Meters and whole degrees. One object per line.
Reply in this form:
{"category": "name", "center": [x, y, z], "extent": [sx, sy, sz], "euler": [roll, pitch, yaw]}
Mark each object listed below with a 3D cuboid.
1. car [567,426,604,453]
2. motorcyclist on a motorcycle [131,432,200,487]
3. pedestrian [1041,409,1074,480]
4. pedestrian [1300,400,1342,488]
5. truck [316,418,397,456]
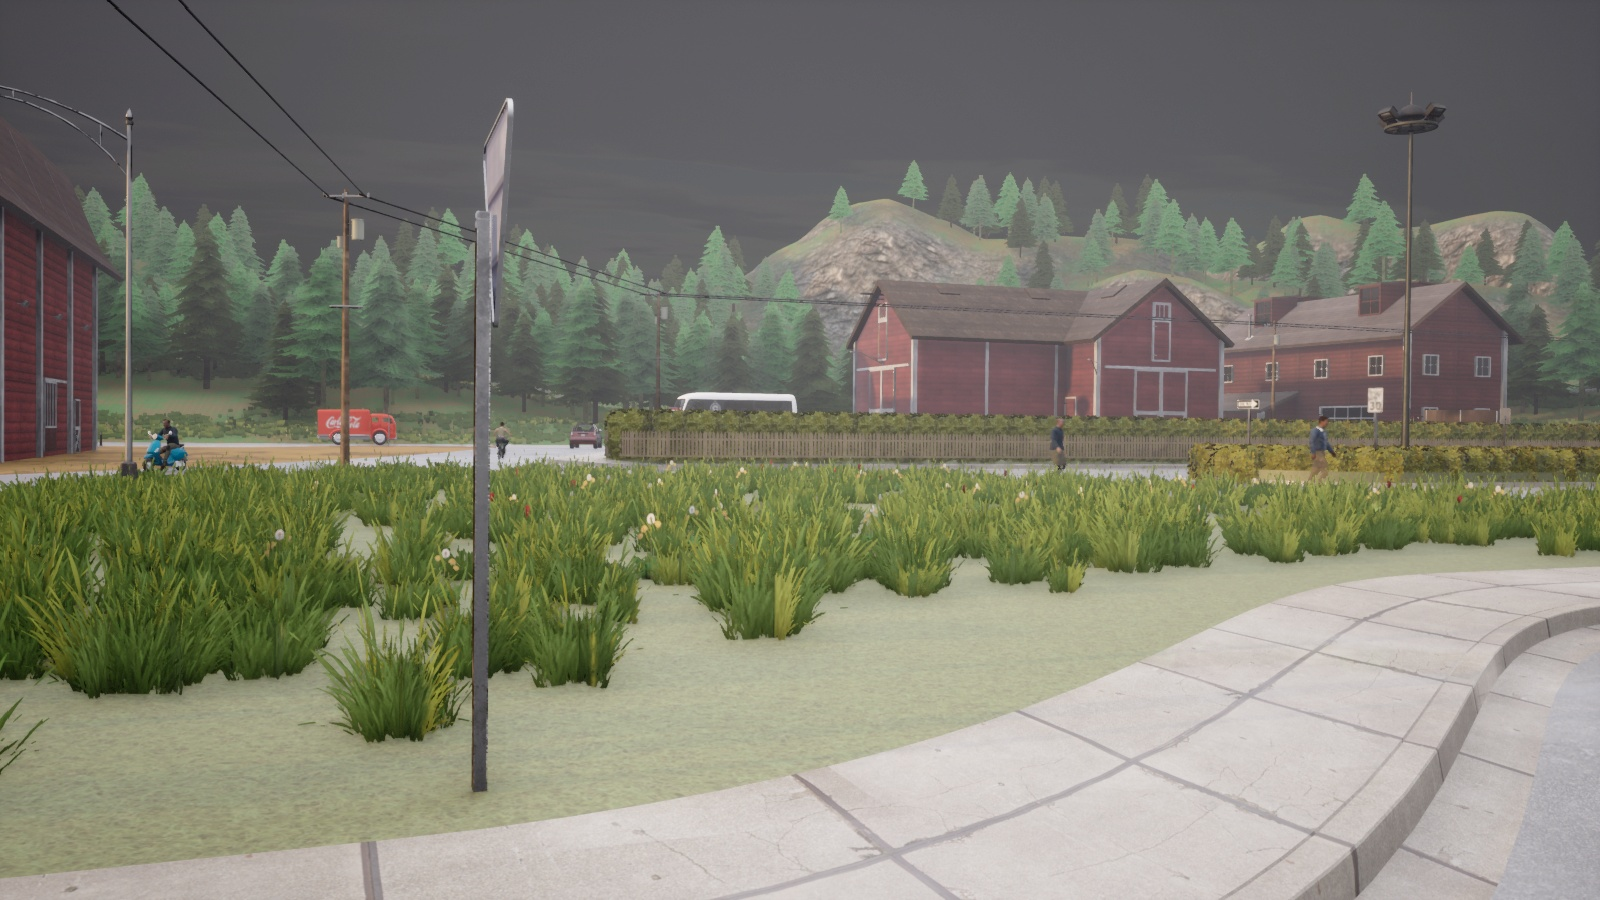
{"category": "car", "center": [-13.522, -0.665, 79.370], "extent": [1.851, 1.617, 3.988], "euler": [-1, 1, -3]}
{"category": "motorcyclist on a motorcycle", "center": [-19.056, 0.279, 37.750], "extent": [0.866, 1.590, 1.817], "euler": [0, 1, 14]}
{"category": "pedestrian", "center": [6.726, -0.152, 32.755], "extent": [0.726, 1.842, 0.402], "euler": [0, 1, 40]}
{"category": "pedestrian", "center": [11.833, -0.139, 28.531], "extent": [0.788, 1.949, 0.423], "euler": [0, 1, 41]}
{"category": "truck", "center": [-30.794, -0.914, 87.322], "extent": [5.204, 2.467, 2.627], "euler": [-1, 1, -20]}
